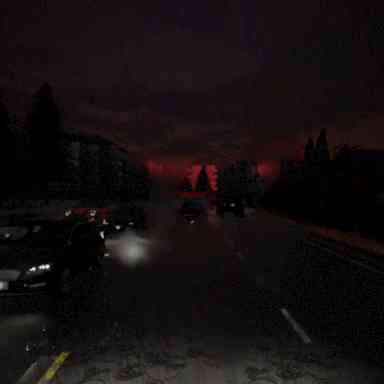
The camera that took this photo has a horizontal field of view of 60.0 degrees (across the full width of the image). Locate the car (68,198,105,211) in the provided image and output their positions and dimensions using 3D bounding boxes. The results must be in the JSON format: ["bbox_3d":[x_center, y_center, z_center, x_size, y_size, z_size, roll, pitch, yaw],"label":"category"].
[{"bbox_3d":[-7.152,1.342,23.197,2.097,1.767,4.553,0,0,0],"label":"car"}]

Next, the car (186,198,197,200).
[{"bbox_3d":[-0.049,1.453,39.969,1.882,1.535,5.008,0,0,0],"label":"car"}]

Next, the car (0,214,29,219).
[{"bbox_3d":[-7.140,1.597,13.686,1.895,1.301,4.718,0,0,0],"label":"car"}]

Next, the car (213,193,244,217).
[{"bbox_3d":[3.500,1.203,31.265,2.150,2.045,5.566,0,0,0],"label":"car"}]

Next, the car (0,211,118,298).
[{"bbox_3d":[-3.625,1.489,8.670,2.128,1.511,4.902,0,0,0],"label":"car"}]

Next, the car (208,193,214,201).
[{"bbox_3d":[3.404,1.186,43.556,2.150,2.045,5.566,0,-1,0],"label":"car"}]

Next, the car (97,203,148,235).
[{"bbox_3d":[-3.648,1.495,18.818,1.837,1.490,4.892,0,0,0],"label":"car"}]

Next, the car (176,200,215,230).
[{"bbox_3d":[0.036,1.478,20.726,2.128,1.511,4.902,0,0,0],"label":"car"}]
